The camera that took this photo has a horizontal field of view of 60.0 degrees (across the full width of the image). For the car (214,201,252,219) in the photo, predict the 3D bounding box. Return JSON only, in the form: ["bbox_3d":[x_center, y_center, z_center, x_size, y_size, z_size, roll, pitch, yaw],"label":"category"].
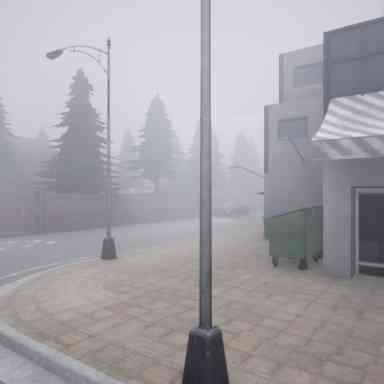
[{"bbox_3d":[3.995,1.676,31.785,1.837,1.490,4.892,0,0,37],"label":"car"}]
